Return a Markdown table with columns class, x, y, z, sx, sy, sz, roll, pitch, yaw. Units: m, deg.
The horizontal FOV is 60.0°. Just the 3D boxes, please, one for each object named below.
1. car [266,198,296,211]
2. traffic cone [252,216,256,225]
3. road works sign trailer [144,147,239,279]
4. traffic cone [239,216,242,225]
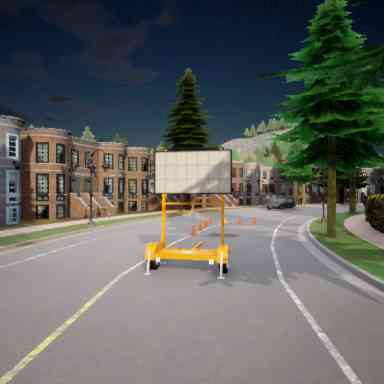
| class | x | y | z | sx | sy | sz | roll | pitch | yaw |
| --- | --- | --- | --- | --- | --- | --- | --- | --- | --- |
| car | 10.857 | 1.505 | 40.372 | 1.837 | 1.490 | 4.892 | -1 | -1 | 45 |
| traffic cone | 4.240 | 1.955 | 22.582 | 0.340 | 0.580 | 0.340 | 0 | 0 | 12 |
| road works sign trailer | 0.057 | 0.464 | 10.180 | 2.380 | 3.560 | 2.880 | 0 | 0 | 12 |
| traffic cone | 3.263 | 1.954 | 22.789 | 0.340 | 0.580 | 0.340 | 0 | 0 | 12 |
